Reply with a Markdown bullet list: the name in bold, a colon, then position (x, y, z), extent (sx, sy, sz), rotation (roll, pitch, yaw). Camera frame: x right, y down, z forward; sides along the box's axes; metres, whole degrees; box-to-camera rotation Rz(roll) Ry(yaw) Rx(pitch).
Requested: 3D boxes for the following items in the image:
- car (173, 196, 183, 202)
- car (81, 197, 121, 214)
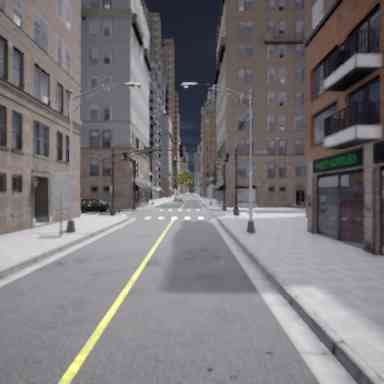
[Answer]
- **car**: position (-3.023, 1.507, 72.619), extent (1.812, 1.442, 4.674), rotation (0, 0, 0)
- **car**: position (-9.411, 1.306, 33.091), extent (4.553, 1.767, 2.097), rotation (-1, 0, 0)
